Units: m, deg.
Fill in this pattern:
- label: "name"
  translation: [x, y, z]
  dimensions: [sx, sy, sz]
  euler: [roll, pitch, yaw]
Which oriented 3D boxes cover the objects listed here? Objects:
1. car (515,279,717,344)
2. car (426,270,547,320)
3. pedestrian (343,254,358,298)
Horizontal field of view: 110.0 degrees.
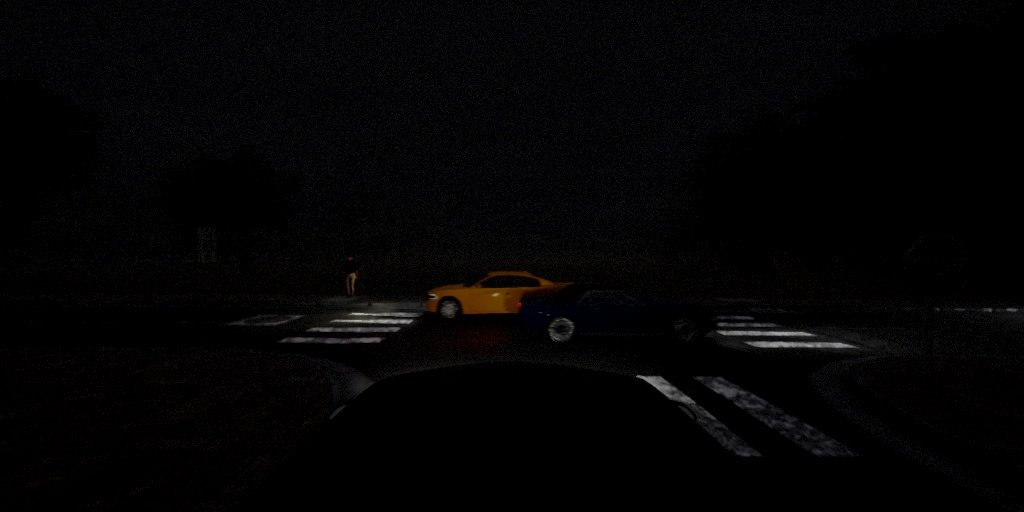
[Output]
- label: "car"
  translation: [2.507, 1.395, 9.191]
  dimensions: [4.718, 1.301, 1.895]
  euler: [0, 0, 0]
- label: "car"
  translation: [-0.346, 1.252, 12.140]
  dimensions: [5.008, 1.535, 1.882]
  euler: [0, 0, 0]
- label: "pedestrian"
  translation: [-6.811, 0.822, 15.057]
  dimensions: [0.375, 1.860, 0.375]
  euler: [0, 1, 0]
